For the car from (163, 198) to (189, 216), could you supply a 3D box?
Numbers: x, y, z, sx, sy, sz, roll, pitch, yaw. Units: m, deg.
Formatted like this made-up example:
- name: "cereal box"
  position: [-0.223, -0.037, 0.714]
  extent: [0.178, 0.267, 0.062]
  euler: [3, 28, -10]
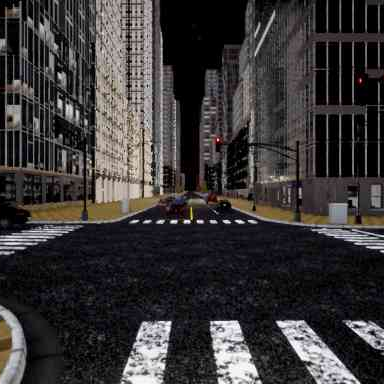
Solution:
- name: "car"
  position: [-1.520, 1.579, 33.173]
  extent: [1.994, 1.385, 4.181]
  euler: [0, 0, 0]

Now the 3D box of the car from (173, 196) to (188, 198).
- name: "car"
  position: [-1.593, 1.610, 49.106]
  extent: [1.895, 1.301, 4.718]
  euler: [0, 0, 0]

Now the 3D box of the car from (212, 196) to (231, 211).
- name: "car"
  position: [3.903, 1.579, 41.790]
  extent: [1.947, 1.339, 4.313]
  euler: [0, 0, 0]

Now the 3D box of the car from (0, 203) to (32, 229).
- name: "car"
  position: [-11.777, 1.331, 19.260]
  extent: [4.674, 1.442, 1.812]
  euler: [1, 0, -4]

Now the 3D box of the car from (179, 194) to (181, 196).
- name: "car"
  position: [-1.585, 1.607, 67.554]
  extent: [2.033, 1.411, 5.357]
  euler: [0, 0, 0]

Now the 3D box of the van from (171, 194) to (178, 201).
- name: "van"
  position: [-4.213, 1.321, 80.444]
  extent: [1.690, 1.788, 3.998]
  euler: [0, 0, 0]

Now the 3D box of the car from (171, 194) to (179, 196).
- name: "car"
  position: [-4.133, 1.564, 63.861]
  extent: [1.947, 1.339, 4.313]
  euler: [0, 0, 0]

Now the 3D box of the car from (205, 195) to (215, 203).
- name: "car"
  position: [3.721, 1.432, 69.427]
  extent: [1.967, 1.590, 4.097]
  euler: [0, 0, 0]

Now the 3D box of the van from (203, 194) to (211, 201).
- name: "van"
  position: [3.667, 1.321, 80.482]
  extent: [1.690, 1.788, 3.998]
  euler: [0, 0, 0]

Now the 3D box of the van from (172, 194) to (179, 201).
- name: "van"
  position: [-4.239, 1.315, 85.971]
  extent: [1.690, 1.788, 3.998]
  euler: [0, 0, 0]

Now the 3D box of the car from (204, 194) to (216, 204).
- name: "car"
  position: [3.747, 1.313, 63.899]
  extent: [2.192, 1.841, 5.009]
  euler: [0, 0, 0]

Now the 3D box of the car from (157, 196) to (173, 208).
- name: "car"
  position: [-4.053, 1.593, 47.278]
  extent: [1.802, 1.307, 4.206]
  euler: [0, 0, 0]
